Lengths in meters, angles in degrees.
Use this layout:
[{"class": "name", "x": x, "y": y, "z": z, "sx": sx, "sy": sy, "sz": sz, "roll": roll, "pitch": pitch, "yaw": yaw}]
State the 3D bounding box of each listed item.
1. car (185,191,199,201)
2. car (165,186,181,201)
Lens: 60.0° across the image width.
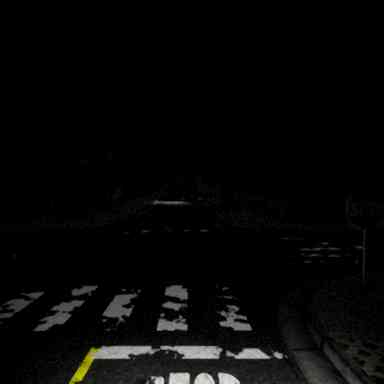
[{"class": "car", "x": -0.048, "y": 0.546, "z": 50.226, "sx": 1.994, "sy": 1.385, "sz": 4.181, "roll": 0, "pitch": 2, "yaw": 0}, {"class": "car", "x": -2.798, "y": 0.200, "z": 50.339, "sx": 2.150, "sy": 2.045, "sz": 5.566, "roll": 0, "pitch": 2, "yaw": 0}]
